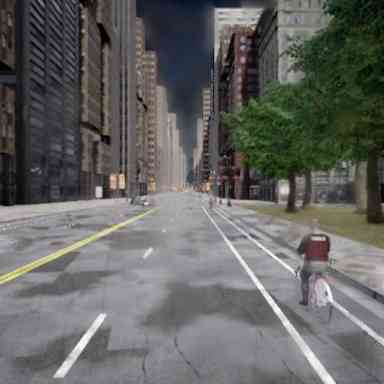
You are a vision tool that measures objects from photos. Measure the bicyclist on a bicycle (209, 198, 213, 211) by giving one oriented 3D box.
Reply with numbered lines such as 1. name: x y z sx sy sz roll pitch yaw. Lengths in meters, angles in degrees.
1. bicyclist on a bicycle: 2.260 1.512 39.450 0.582 1.620 1.656 0 -1 0

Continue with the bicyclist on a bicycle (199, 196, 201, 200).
1. bicyclist on a bicycle: 2.258 1.672 93.522 0.582 1.620 1.656 0 -1 0

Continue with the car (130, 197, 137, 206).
1. car: -9.754 1.638 58.729 1.837 1.490 4.892 0 -1 0

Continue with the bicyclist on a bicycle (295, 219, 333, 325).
1. bicyclist on a bicycle: 2.237 1.376 6.264 0.659 1.776 1.843 0 0 0

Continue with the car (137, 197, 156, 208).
1. car: -6.570 1.586 50.630 2.128 1.511 4.902 0 0 0
